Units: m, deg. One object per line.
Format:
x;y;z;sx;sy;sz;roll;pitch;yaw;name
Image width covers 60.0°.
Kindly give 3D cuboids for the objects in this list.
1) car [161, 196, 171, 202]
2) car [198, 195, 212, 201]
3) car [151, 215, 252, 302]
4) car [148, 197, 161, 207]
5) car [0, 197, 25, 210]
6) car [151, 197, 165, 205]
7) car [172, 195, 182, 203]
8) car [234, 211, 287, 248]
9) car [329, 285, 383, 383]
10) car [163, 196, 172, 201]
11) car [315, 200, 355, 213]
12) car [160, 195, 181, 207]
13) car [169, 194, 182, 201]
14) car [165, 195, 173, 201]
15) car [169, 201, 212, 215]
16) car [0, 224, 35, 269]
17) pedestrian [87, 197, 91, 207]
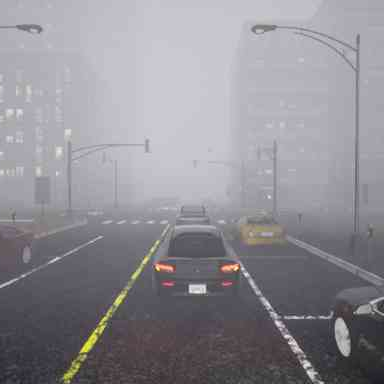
-5.855;1.531;74.940;1.887;1.381;4.507;-1;0;0;car
2.559;1.539;57.994;2.008;1.369;4.403;-1;0;0;car
0.083;1.523;8.102;1.812;1.442;4.674;0;0;0;car
-5.809;1.514;52.152;1.752;1.417;4.829;-1;0;0;car
-21.738;1.275;37.965;4.829;1.417;1.752;0;0;1;car
-5.821;1.554;57.976;1.947;1.339;4.313;-1;0;0;car
-3.143;1.487;70.538;1.837;1.490;4.892;0;0;0;car
2.778;1.521;14.554;1.752;1.417;4.829;-1;0;0;car
2.801;1.550;3.096;2.008;1.369;4.403;-1;0;0;car
-5.866;1.568;80.594;1.802;1.307;4.206;-1;0;0;car
16.238;1.623;37.545;4.403;1.369;2.008;0;0;1;car
-3.195;1.537;50.390;2.033;1.411;5.357;0;0;0;car
-3.195;1.479;60.341;2.128;1.511;4.902;0;0;0;car
-5.879;1.530;86.249;1.887;1.381;4.507;-1;0;0;car
0.053;1.487;18.177;2.128;1.511;4.902;0;0;0;car
-5.849;1.542;8.780;1.887;1.381;4.507;-1;0;0;car
-12.632;1.200;40.830;0.375;1.300;0.375;0;0;1;pedestrian
